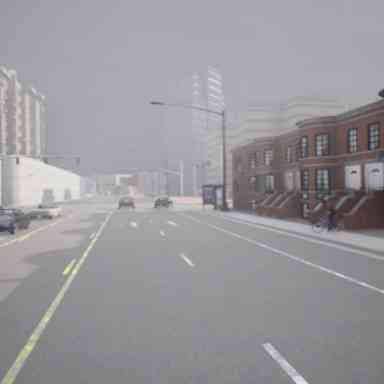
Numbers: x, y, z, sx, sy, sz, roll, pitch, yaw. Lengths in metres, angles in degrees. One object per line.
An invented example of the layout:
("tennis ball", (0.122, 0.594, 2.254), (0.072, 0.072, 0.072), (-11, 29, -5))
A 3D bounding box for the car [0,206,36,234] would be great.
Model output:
("car", (-10.945, 1.672, 19.484), (1.994, 1.385, 4.181), (-1, 0, -11))

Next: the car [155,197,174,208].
("car", (-3.811, 1.464, 46.066), (1.837, 1.490, 4.892), (-2, 0, 9))

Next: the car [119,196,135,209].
("car", (-9.100, 1.380, 46.278), (2.097, 1.767, 4.553), (-1, 0, -11))

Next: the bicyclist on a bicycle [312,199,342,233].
("bicyclist on a bicycle", (6.541, 1.180, 16.138), (1.656, 1.620, 0.582), (-1, 0, -12))

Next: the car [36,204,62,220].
("car", (-12.978, 1.715, 29.555), (1.895, 1.301, 4.718), (-1, 0, -11))
